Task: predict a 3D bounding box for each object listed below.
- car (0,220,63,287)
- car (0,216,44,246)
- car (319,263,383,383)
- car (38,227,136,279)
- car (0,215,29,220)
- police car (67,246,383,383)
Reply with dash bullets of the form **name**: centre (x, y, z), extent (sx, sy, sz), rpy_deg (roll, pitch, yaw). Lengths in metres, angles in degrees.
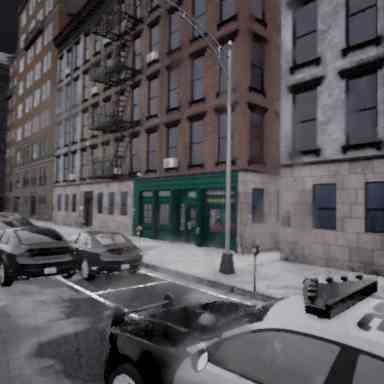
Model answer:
- **car**: centre (-5.241, 1.841, 10.474), extent (1.837, 1.490, 4.892), rpy_deg (3, -3, -41)
- **car**: centre (-10.376, 2.165, 19.399), extent (1.947, 1.339, 4.313), rpy_deg (3, -3, -41)
- **car**: centre (3.725, 1.747, 2.975), extent (2.008, 1.369, 4.403), rpy_deg (3, -3, -41)
- **car**: centre (-3.325, 1.949, 11.187), extent (2.008, 1.369, 4.403), rpy_deg (3, -3, -41)
- **car**: centre (-9.065, 1.931, 15.097), extent (1.882, 1.535, 5.008), rpy_deg (3, -3, -41)
- **police car**: centre (1.106, 1.568, 2.789), extent (5.238, 1.638, 1.930), rpy_deg (-1, -3, 44)
